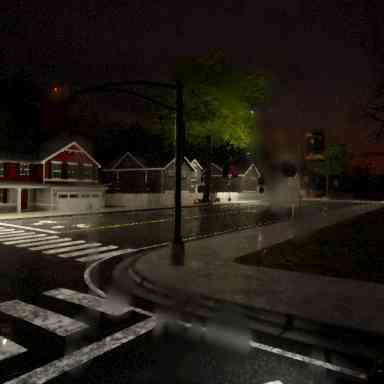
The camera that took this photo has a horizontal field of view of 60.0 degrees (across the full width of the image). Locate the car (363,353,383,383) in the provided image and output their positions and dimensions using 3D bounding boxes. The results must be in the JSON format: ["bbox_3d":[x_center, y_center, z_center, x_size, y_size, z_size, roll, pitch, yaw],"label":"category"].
[{"bbox_3d":[3.328,1.506,1.308,4.892,1.490,1.837,0,0,35],"label":"car"}]
